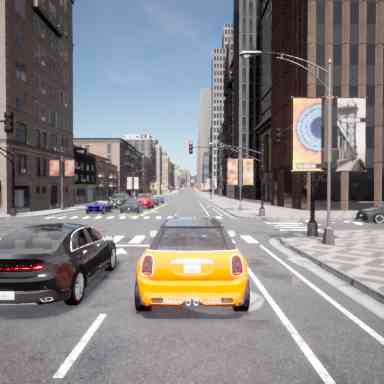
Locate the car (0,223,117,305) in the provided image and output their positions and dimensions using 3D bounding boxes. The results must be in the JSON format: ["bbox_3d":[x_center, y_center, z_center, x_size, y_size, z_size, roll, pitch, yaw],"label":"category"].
[{"bbox_3d":[-3.153,1.504,8.042,1.837,1.490,4.892,0,0,0],"label":"car"}]

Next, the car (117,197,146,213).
[{"bbox_3d":[-6.600,1.580,36.730,1.994,1.385,4.181,0,0,0],"label":"car"}]

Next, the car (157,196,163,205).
[{"bbox_3d":[-6.583,1.592,55.980,1.994,1.385,4.181,0,0,0],"label":"car"}]

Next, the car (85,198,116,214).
[{"bbox_3d":[-9.849,1.616,35.571,1.895,1.301,4.718,0,0,0],"label":"car"}]

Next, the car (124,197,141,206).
[{"bbox_3d":[-9.816,1.591,55.288,1.994,1.385,4.181,0,0,2],"label":"car"}]

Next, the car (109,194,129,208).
[{"bbox_3d":[-9.842,1.244,45.331,2.150,2.045,5.566,0,0,1],"label":"car"}]

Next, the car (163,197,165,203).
[{"bbox_3d":[-6.530,1.508,66.054,1.882,1.535,5.008,0,0,1],"label":"car"}]

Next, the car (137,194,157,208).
[{"bbox_3d":[-6.598,1.244,46.007,2.150,2.045,5.566,0,0,1],"label":"car"}]

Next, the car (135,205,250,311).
[{"bbox_3d":[0.011,1.351,7.897,2.097,1.767,4.553,0,0,0],"label":"car"}]

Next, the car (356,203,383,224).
[{"bbox_3d":[13.987,1.470,23.566,4.181,1.385,1.994,0,1,0],"label":"car"}]
